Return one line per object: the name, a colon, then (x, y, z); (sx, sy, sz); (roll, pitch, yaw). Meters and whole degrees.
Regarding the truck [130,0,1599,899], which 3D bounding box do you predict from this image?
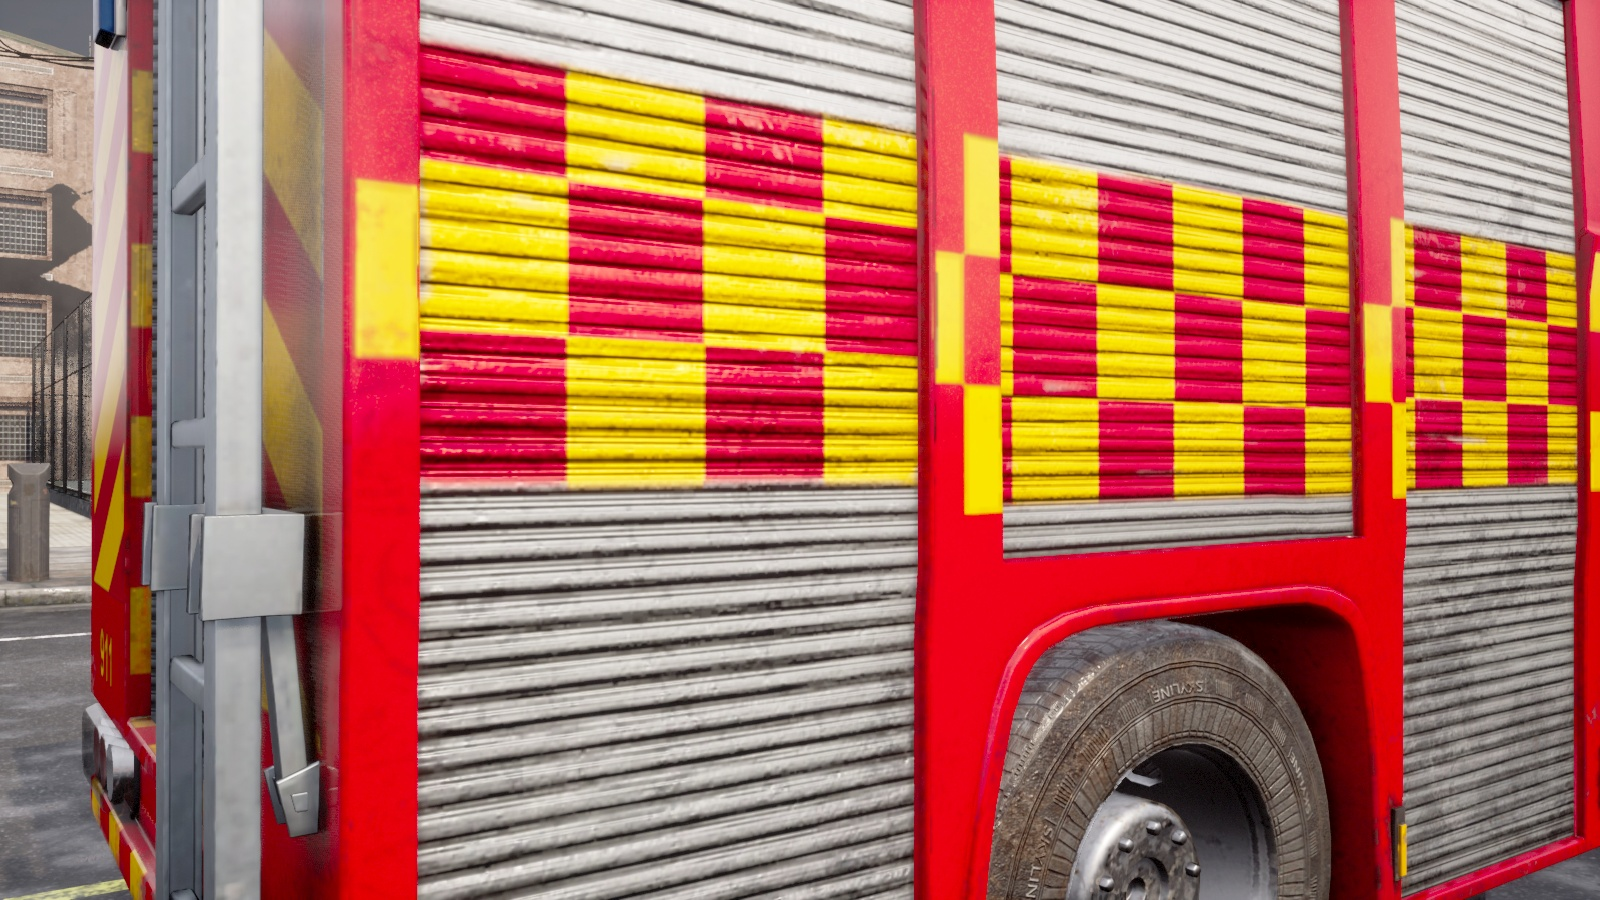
truck: (2.187, -0.412, 5.195); (8.468, 3.827, 2.891); (0, 0, -35)
